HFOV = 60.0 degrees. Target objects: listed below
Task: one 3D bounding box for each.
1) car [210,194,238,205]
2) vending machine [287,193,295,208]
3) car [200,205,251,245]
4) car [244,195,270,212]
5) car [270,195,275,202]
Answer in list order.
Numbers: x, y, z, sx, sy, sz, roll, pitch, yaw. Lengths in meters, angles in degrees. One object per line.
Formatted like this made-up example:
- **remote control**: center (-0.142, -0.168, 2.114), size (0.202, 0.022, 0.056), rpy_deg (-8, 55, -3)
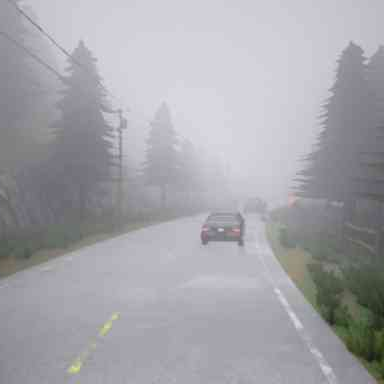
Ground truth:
- **car**: center (3.606, 1.245, 36.436), size (2.150, 2.045, 5.566), rpy_deg (0, 0, 18)
- **vending machine**: center (14.487, 1.261, 48.451), size (1.100, 2.100, 0.880), rpy_deg (0, 0, 18)
- **car**: center (1.587, 1.558, 15.674), size (2.033, 1.411, 5.357), rpy_deg (0, 0, 10)
- **car**: center (6.679, 1.387, 34.763), size (2.097, 1.767, 4.553), rpy_deg (0, 0, 17)
- **car**: center (17.339, 1.456, 74.550), size (2.033, 1.411, 5.357), rpy_deg (0, 0, 22)
